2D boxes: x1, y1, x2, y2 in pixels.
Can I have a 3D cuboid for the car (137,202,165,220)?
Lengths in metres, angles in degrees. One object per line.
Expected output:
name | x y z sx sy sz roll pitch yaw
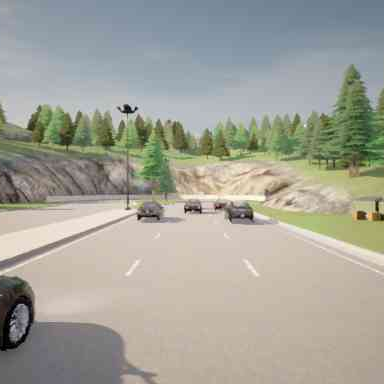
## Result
car | -3.395 1.547 27.770 2.033 1.411 5.357 0 0 0

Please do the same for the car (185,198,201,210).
car | 0.202 1.564 44.590 1.994 1.385 4.181 0 0 2

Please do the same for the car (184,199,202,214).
car | 0.107 1.601 35.829 1.895 1.301 4.718 0 0 0

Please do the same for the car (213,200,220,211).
car | 3.642 1.601 41.465 1.895 1.301 4.718 0 0 1

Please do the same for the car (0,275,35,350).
car | -3.402 1.503 3.348 1.837 1.490 4.892 0 -1 0

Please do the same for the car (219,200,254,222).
car | 3.605 1.490 26.083 2.128 1.511 4.902 0 0 0
